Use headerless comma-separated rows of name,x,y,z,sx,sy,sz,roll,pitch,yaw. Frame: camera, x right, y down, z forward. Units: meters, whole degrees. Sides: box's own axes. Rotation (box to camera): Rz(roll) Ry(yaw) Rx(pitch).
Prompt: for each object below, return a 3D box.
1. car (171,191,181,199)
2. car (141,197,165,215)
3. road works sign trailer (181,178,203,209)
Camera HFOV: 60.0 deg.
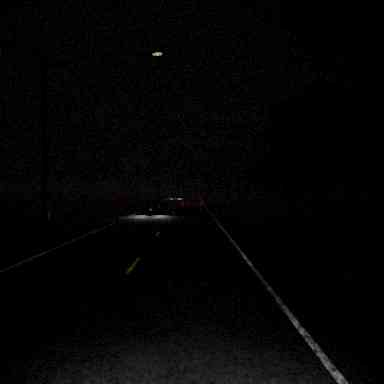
car,-3.444,0.654,72.729,1.837,1.490,4.892,0,1,0
car,-3.573,1.274,31.097,1.837,1.490,4.892,0,0,0
road works sign trailer,0.040,0.157,39.000,2.380,3.560,2.880,0,1,1
